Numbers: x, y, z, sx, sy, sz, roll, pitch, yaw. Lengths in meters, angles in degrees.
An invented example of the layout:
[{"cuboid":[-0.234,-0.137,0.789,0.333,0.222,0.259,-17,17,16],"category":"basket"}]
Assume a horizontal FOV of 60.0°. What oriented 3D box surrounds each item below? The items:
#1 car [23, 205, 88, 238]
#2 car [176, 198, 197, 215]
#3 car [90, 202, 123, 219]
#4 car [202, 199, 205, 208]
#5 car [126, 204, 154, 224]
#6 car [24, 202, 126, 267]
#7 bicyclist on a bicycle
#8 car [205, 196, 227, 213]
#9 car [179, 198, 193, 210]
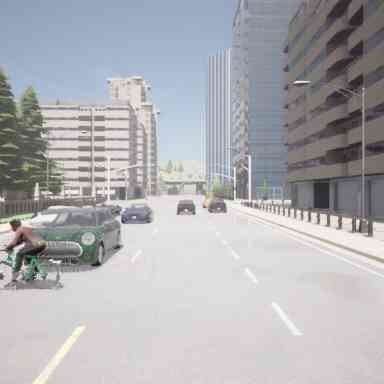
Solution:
[{"cuboid":[-7.428,1.526,18.683,1.812,1.442,4.674,0,0,-1],"category":"car"},{"cuboid":[-0.601,1.505,34.364,1.837,1.490,4.892,0,0,-1],"category":"car"},{"cuboid":[-7.672,1.601,30.271,1.895,1.301,4.718,0,0,-1],"category":"car"},{"cuboid":[2.591,1.352,46.777,2.097,1.767,4.553,0,0,-1],"category":"car"},{"cuboid":[-4.004,1.564,24.825,1.994,1.385,4.181,0,0,-1],"category":"car"},{"cuboid":[-3.811,1.353,11.414,2.097,1.767,4.553,0,0,-1],"category":"car"},{"cuboid":[-3.858,1.453,7.587,1.656,1.620,0.582,0,0,-1],"category":"bicyclist on a bicycle"},{"cuboid":[2.809,1.505,37.643,1.837,1.490,4.892,0,0,-1],"category":"car"},{"cuboid":[-0.804,1.526,43.611,1.812,1.442,4.674,0,0,-1],"category":"car"}]
